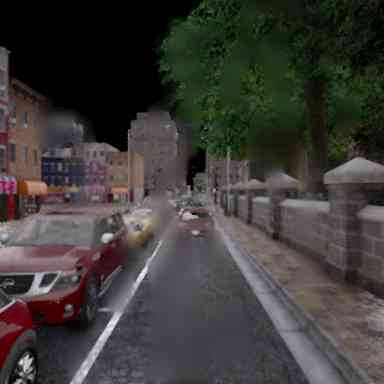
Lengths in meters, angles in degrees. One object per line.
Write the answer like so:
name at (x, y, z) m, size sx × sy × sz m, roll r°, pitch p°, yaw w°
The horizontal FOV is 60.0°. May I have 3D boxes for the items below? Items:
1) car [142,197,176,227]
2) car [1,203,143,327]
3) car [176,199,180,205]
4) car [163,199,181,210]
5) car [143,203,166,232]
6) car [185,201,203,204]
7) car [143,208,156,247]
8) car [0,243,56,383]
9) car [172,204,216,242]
car at (-2.558, 1.301, 23.011) m, size 2.192 × 1.841 × 5.009 m, roll 0°, pitch 0°, yaw 0°
car at (-2.622, 1.311, 7.200) m, size 2.192 × 1.841 × 5.009 m, roll 0°, pitch 0°, yaw 0°
car at (-2.496, 1.559, 38.549) m, size 1.802 × 1.307 × 4.206 m, roll 0°, pitch 0°, yaw 0°
car at (-2.482, 1.540, 42.212) m, size 1.947 × 1.339 × 4.313 m, roll 0°, pitch 0°, yaw 0°
car at (-2.580, 1.515, 17.570) m, size 1.752 × 1.417 × 4.829 m, roll 0°, pitch 0°, yaw 0°
car at (0.206, 1.545, 31.144) m, size 1.994 × 1.385 × 4.181 m, roll 0°, pitch 0°, yaw 0°
car at (-2.601, 1.518, 12.300) m, size 1.752 × 1.417 × 4.829 m, roll 0°, pitch 0°, yaw 0°
car at (-2.643, 1.439, 1.930) m, size 1.967 × 1.590 × 4.097 m, roll 0°, pitch 0°, yaw 0°
car at (0.150, 1.516, 16.168) m, size 1.812 × 1.442 × 4.674 m, roll 0°, pitch 0°, yaw 0°
